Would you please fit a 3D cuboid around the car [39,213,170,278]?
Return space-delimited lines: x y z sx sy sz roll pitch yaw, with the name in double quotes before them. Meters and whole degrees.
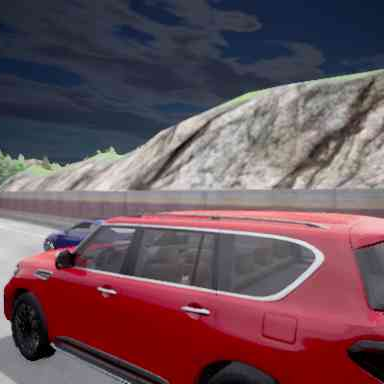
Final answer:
"car" -3.045 1.563 10.991 4.674 1.442 1.812 0 0 39

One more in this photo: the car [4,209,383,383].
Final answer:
"car" -0.180 1.237 4.236 5.566 2.045 2.150 0 0 37
